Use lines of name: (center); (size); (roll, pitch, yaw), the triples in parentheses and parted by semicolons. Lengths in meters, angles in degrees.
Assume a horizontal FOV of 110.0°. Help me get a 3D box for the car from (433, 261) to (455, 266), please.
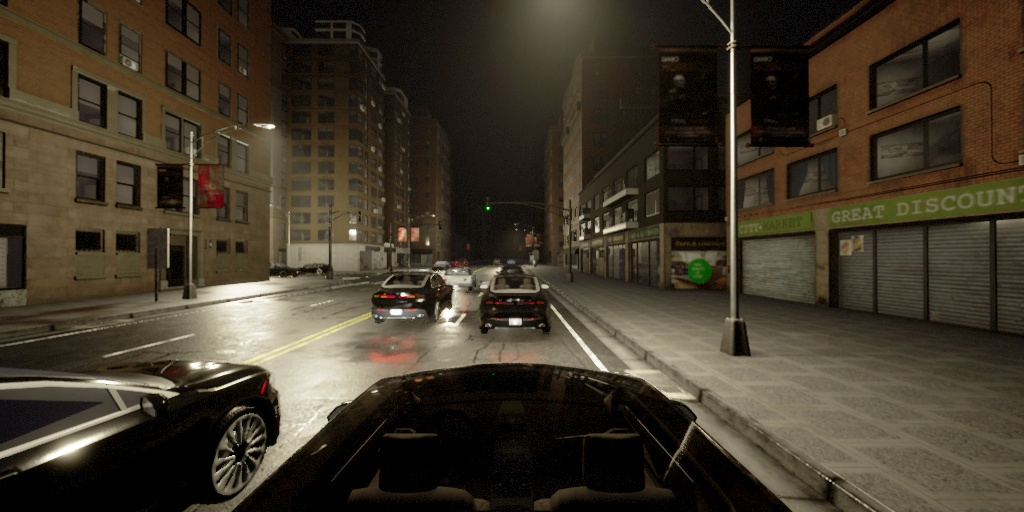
car: (-9.949, 1.429, 50.840); (2.033, 1.411, 5.357); (0, 0, 0)

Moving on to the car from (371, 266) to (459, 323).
car: (-3.172, 1.281, 12.224); (1.837, 1.490, 4.892); (0, 0, 0)

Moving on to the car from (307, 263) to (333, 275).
car: (-22.227, 1.435, 39.942); (4.313, 1.339, 1.948); (0, 0, 0)

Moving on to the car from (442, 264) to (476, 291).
car: (-3.257, 1.402, 22.410); (1.895, 1.301, 4.718); (0, 0, -2)

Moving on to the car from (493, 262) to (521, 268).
car: (-0.016, 1.324, 21.626); (1.812, 1.442, 4.674); (0, 0, 0)

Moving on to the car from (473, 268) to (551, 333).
car: (0.080, 1.278, 10.804); (1.837, 1.490, 4.892); (0, 0, 0)

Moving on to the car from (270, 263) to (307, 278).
car: (-22.610, 1.391, 34.462); (4.181, 1.385, 1.994); (0, 0, 0)

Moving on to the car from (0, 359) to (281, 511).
car: (-3.153, 1.241, 1.507); (2.128, 1.511, 4.902); (0, 0, 0)

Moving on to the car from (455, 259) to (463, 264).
car: (-9.948, 1.512, 60.439); (1.895, 1.301, 4.718); (0, 0, 0)
